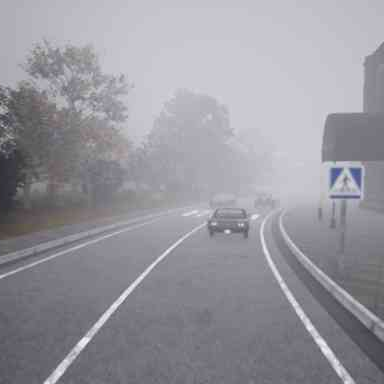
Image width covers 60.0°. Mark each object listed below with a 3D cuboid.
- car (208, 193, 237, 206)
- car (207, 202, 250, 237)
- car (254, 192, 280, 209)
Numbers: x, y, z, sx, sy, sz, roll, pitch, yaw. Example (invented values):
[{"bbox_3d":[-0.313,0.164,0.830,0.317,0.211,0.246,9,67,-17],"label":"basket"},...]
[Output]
[{"bbox_3d":[3.177,0.882,33.768,1.882,1.535,5.008,2,2,22],"label":"car"},{"bbox_3d":[2.036,1.439,17.087,1.895,1.301,4.718,1,1,11],"label":"car"},{"bbox_3d":[8.305,0.785,36.371,2.097,1.767,4.553,2,2,23],"label":"car"}]
